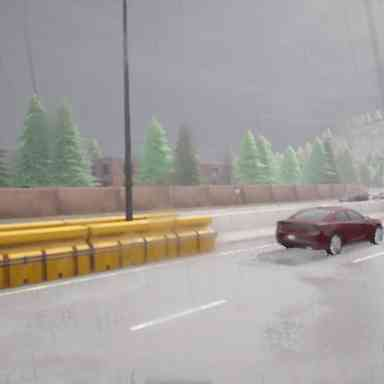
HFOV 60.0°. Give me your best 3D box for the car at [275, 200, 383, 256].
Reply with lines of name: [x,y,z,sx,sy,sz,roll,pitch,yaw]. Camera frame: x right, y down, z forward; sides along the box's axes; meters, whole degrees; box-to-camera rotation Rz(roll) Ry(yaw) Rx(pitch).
car: [5.189,1.263,12.301,5.008,1.535,1.882,-2,1,-37]

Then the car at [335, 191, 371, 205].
car: [20.432,0.700,42.151,4.902,1.511,2.128,-2,1,-38]
